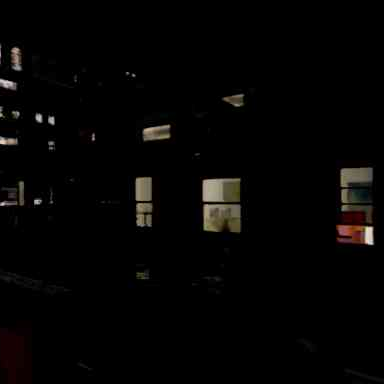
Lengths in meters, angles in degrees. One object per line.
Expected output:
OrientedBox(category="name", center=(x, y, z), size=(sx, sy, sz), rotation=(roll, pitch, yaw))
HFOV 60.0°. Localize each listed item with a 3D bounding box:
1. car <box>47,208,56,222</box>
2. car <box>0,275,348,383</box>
OrientedBox(category="car", center=(-10.360, 1.860, 29.010), size=(2.008, 1.369, 4.403), rotation=(-2, -2, 35))
OrientedBox(category="car", center=(-0.610, 1.580, 3.477), size=(4.206, 1.307, 1.802), rotation=(0, 0, 36))
